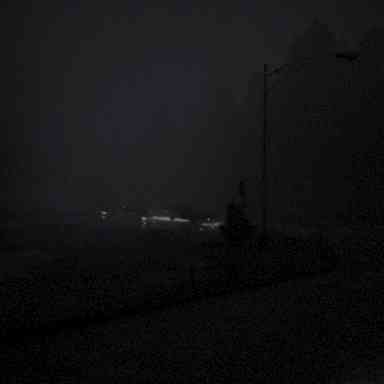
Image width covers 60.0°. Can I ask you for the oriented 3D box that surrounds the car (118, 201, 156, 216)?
[{"bbox_3d":[-5.635,1.701,35.517,2.128,1.511,4.902,1,-1,-35],"label":"car"}]

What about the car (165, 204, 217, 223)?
[{"bbox_3d":[-0.250,1.757,27.960,2.033,1.411,5.357,1,-1,-36],"label":"car"}]

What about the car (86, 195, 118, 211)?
[{"bbox_3d":[-11.651,1.432,43.983,2.150,2.045,5.566,1,-1,-35],"label":"car"}]

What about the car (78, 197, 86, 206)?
[{"bbox_3d":[-19.828,1.617,62.649,2.097,1.767,4.553,1,-1,-35],"label":"car"}]
